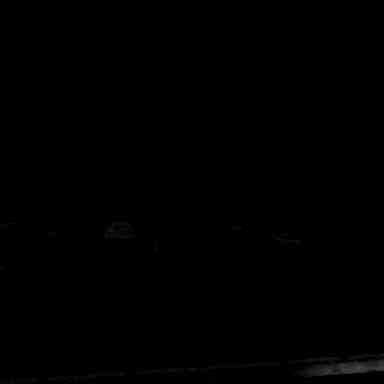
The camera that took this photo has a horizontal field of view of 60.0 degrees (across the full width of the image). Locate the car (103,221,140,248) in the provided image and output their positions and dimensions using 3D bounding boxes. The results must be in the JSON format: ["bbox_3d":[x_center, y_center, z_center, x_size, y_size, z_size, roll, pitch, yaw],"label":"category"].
[{"bbox_3d":[-4.184,2.504,20.106,2.002,1.452,4.674,-1,-3,-6],"label":"car"}]

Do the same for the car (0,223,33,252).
[{"bbox_3d":[-10.572,2.568,19.455,2.231,1.521,4.892,-1,-3,-6],"label":"car"}]

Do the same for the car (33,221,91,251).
[{"bbox_3d":[-7.317,2.515,19.797,2.097,1.535,5.008,-1,-3,-6],"label":"car"}]
